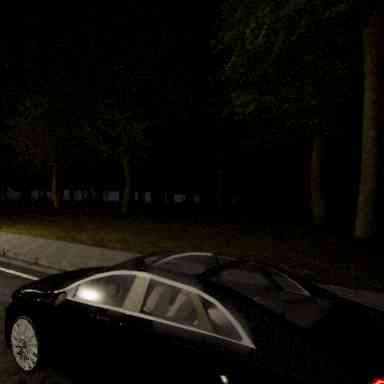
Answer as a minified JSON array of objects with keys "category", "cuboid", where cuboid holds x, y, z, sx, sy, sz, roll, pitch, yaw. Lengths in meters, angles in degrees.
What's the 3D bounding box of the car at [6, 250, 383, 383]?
[{"category":"car","cuboid":[-0.307,1.473,3.908,4.902,1.511,2.128,0,0,36]}]
